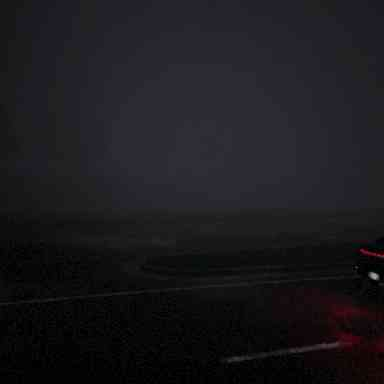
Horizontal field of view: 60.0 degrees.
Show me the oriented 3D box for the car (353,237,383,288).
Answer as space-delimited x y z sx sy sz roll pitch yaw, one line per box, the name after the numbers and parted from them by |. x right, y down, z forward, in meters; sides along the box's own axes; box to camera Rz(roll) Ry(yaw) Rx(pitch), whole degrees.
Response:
6.177 1.576 7.686 4.902 1.511 2.128 0 0 -16 | car
